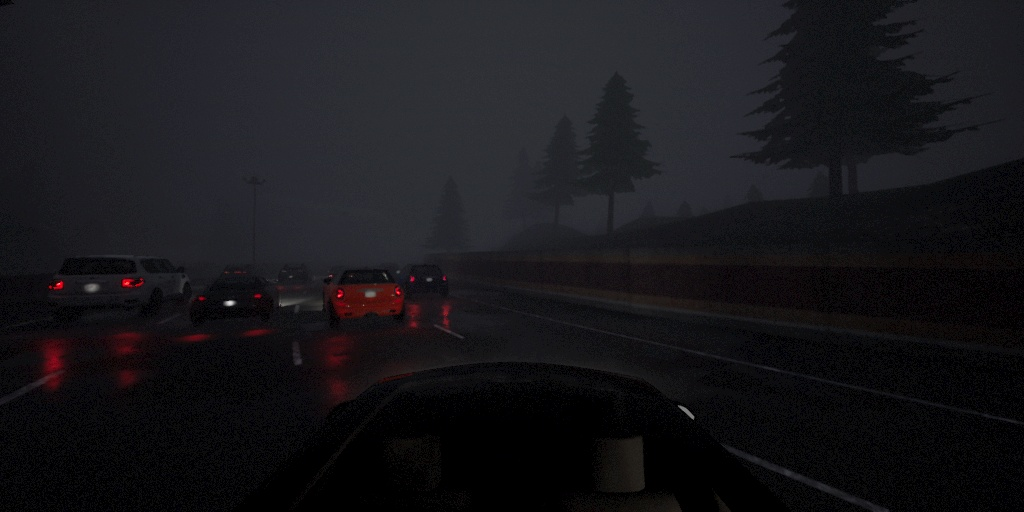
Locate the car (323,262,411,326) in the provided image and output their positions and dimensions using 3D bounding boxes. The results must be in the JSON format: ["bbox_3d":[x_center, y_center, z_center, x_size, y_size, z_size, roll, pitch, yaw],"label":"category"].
[{"bbox_3d":[-5.136,1.134,12.155,2.097,1.767,4.553,0,0,-30],"label":"car"}]

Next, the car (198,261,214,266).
[{"bbox_3d":[-36.538,1.348,41.953,2.128,1.511,4.902,0,0,-15],"label":"car"}]

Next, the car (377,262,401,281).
[{"bbox_3d":[-11.421,1.332,33.081,1.882,1.535,5.008,0,0,-22],"label":"car"}]

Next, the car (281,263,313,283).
[{"bbox_3d":[-17.137,1.322,28.550,2.128,1.511,4.902,0,0,-22],"label":"car"}]

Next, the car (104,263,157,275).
[{"bbox_3d":[-43.580,1.447,41.159,1.895,1.301,4.718,0,0,-14],"label":"car"}]

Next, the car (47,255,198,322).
[{"bbox_3d":[-13.547,0.997,12.813,2.150,2.045,5.566,0,0,-29],"label":"car"}]

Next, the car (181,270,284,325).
[{"bbox_3d":[-9.161,1.342,12.151,1.994,1.385,4.181,0,0,-29],"label":"car"}]

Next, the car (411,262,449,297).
[{"bbox_3d":[-4.985,1.163,19.120,2.097,1.767,4.553,0,0,-28],"label":"car"}]

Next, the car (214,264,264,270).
[{"bbox_3d":[-20.397,1.326,27.280,1.837,1.490,4.892,0,0,-22],"label":"car"}]
